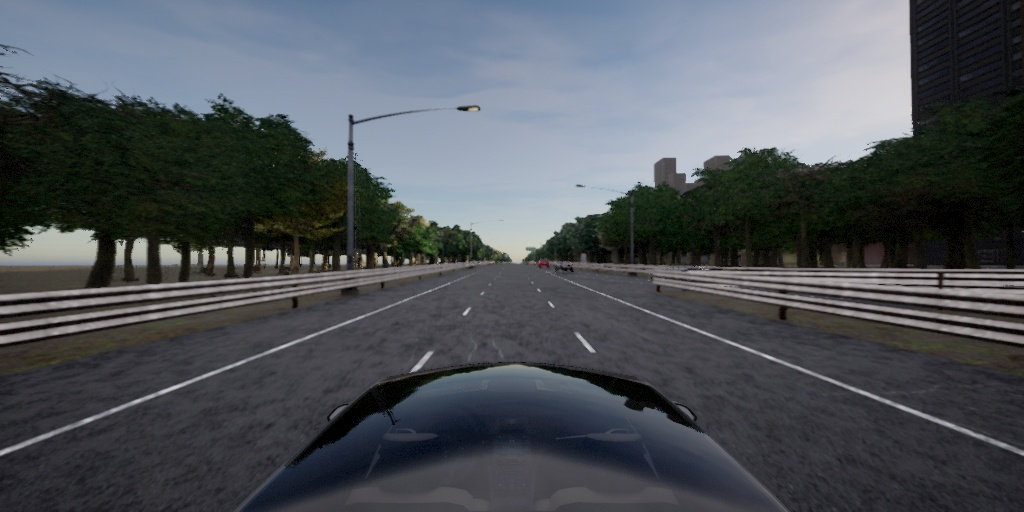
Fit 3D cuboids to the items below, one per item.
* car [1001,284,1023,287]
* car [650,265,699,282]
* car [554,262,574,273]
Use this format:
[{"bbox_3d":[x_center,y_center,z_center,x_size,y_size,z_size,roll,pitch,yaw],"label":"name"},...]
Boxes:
[{"bbox_3d":[21.079,1.114,12.230,2.033,1.411,5.357,1,-2,-33],"label":"car"},{"bbox_3d":[13.308,1.495,28.774,2.128,1.511,4.902,0,-1,-21],"label":"car"},{"bbox_3d":[7.608,1.626,52.813,1.837,1.490,4.892,0,-1,-9],"label":"car"}]
